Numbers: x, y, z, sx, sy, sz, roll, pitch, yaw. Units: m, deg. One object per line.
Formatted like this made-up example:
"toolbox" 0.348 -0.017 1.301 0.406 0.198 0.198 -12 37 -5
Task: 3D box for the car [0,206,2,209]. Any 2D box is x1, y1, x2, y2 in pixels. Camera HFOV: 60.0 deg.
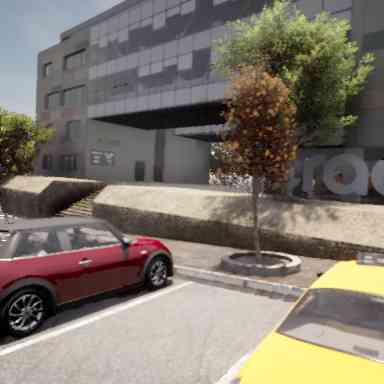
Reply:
"car" -6.923 1.389 10.236 2.231 1.521 4.892 1 0 36

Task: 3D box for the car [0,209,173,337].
"car" -2.399 1.307 6.958 2.185 1.767 4.553 1 0 36
